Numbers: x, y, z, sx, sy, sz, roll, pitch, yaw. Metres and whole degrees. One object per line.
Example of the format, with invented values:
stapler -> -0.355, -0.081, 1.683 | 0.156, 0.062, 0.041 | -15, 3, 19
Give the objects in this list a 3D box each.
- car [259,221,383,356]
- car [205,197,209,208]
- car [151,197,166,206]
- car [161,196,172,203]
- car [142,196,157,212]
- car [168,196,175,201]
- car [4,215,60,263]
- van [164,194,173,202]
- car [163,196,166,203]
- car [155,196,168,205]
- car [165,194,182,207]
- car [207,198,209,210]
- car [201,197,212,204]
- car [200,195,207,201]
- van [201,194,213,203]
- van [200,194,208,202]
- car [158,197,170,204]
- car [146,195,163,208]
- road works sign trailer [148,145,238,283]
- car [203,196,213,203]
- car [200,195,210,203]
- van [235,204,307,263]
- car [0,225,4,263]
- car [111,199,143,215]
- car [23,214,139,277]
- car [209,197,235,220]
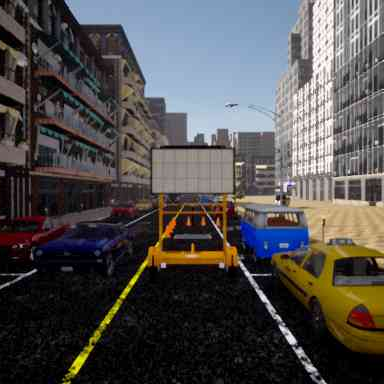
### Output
car -> 2.700, 1.525, 6.278 | 1.752, 1.417, 4.829 | 0, 0, 0
car -> 2.775, 1.600, 39.268 | 1.802, 1.307, 4.206 | 0, 0, 0
car -> -5.567, 1.585, 55.867 | 2.008, 1.369, 4.403 | 0, 0, 0
car -> -5.530, 1.604, 72.446 | 1.887, 1.381, 4.507 | 0, 0, 0
car -> -5.606, 1.543, 39.117 | 1.752, 1.417, 4.829 | 0, 0, 0
car -> -5.492, 1.671, 89.025 | 1.802, 1.307, 4.206 | 0, 0, 0
car -> -5.668, 1.545, 11.653 | 1.887, 1.381, 4.507 | 0, 0, 0
van -> -5.519, 1.410, 77.974 | 1.690, 1.788, 3.998 | 0, 0, 0
car -> -5.580, 1.579, 50.340 | 2.008, 1.369, 4.403 | 0, 0, 0
car -> -5.556, 1.482, 61.392 | 1.967, 1.590, 4.097 | 0, 0, 0
car -> -2.878, 1.307, 53.509 | 2.150, 2.045, 5.566 | 0, 0, 0
car -> 2.762, 1.539, 33.910 | 1.752, 1.417, 4.829 | 0, 0, 0
car -> 2.838, 1.616, 66.900 | 1.947, 1.339, 4.313 | 0, 0, 0
car -> 2.875, 1.605, 83.650 | 1.752, 1.417, 4.829 | 0, 0, 0
van -> 2.811, 1.376, 55.847 | 1.690, 1.788, 3.998 | 0, 0, 0
van -> 2.861, 1.410, 77.955 | 1.690, 1.788, 3.998 | 0, 0, 0
car -> -5.542, 1.616, 66.919 | 1.947, 1.339, 4.313 | 0, 0, 0
car -> -5.595, 1.338, 44.813 | 2.192, 1.841, 5.009 | 0, 0, 0
road works sign trailer -> 0.021, 0.464, 9.638 | 2.380, 3.560, 2.880 | 0, 0, 0
car -> 2.787, 1.605, 44.793 | 1.802, 1.307, 4.206 | 0, 0, 0
car -> 2.849, 1.499, 72.427 | 1.967, 1.590, 4.097 | 0, 0, 0
van -> 2.711, 1.342, 11.633 | 1.690, 1.788, 3.998 | 0, 0, 0
car -> -5.681, 1.525, 5.957 | 1.752, 1.417, 4.829 | 0, 0, 0
car -> -5.631, 1.554, 28.233 | 1.887, 1.381, 4.507 | 0, 0, 0
car -> -3.077, 1.601, 10.427 | 1.895, 1.301, 4.718 | 0, 0, 0
car -> 2.749, 1.449, 28.213 | 1.967, 1.590, 4.097 | 0, 0, 0
